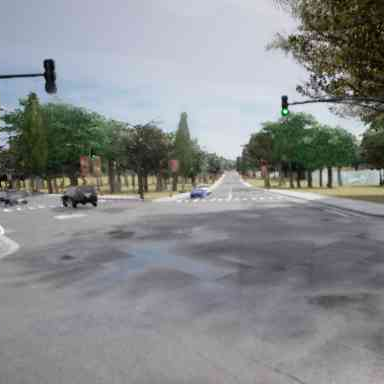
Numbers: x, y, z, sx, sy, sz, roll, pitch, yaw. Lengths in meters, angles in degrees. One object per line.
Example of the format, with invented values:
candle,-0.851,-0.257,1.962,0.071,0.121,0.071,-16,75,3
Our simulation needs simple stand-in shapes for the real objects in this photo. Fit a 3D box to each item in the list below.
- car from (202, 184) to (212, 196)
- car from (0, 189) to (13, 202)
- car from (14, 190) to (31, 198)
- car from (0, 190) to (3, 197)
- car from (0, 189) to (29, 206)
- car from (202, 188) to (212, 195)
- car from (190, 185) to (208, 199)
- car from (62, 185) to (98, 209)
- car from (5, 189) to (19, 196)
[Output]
car,2.050,-0.368,60.756,2.150,2.045,5.566,-2,1,7
car,-27.053,0.792,47.585,1.882,1.535,5.008,-5,4,-38
car,-34.687,0.356,67.830,2.033,1.411,5.357,-5,3,-38
car,-43.688,0.402,74.009,2.128,1.511,4.902,-5,3,-38
car,-21.207,0.833,40.165,2.128,1.511,4.902,-5,3,-37
car,3.238,-0.213,70.751,1.895,1.301,4.718,-2,1,7
car,0.825,0.144,50.211,1.882,1.535,5.008,-2,1,7
car,-10.859,0.411,31.985,2.150,2.045,5.566,-5,3,-35
car,-41.143,0.127,76.011,1.882,1.535,5.008,-5,3,-38
